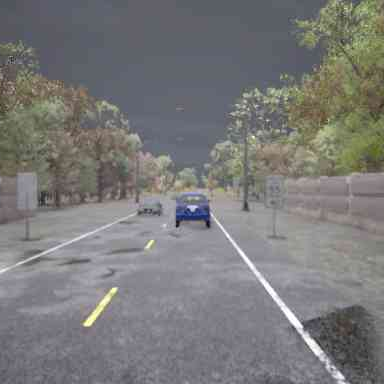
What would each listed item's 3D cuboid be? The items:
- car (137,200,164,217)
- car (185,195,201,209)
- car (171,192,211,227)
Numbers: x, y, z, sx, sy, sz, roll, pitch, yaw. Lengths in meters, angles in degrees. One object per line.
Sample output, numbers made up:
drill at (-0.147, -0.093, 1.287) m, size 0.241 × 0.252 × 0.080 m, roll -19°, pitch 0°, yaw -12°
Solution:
car at (-3.584, 1.359, 29.134) m, size 1.994 × 1.385 × 4.181 m, roll 0°, pitch 0°, yaw 0°
car at (0.113, 1.171, 41.801) m, size 1.882 × 1.535 × 5.008 m, roll 0°, pitch 1°, yaw 0°
car at (0.066, 1.073, 21.837) m, size 2.150 × 2.045 × 5.566 m, roll 0°, pitch 1°, yaw 1°
